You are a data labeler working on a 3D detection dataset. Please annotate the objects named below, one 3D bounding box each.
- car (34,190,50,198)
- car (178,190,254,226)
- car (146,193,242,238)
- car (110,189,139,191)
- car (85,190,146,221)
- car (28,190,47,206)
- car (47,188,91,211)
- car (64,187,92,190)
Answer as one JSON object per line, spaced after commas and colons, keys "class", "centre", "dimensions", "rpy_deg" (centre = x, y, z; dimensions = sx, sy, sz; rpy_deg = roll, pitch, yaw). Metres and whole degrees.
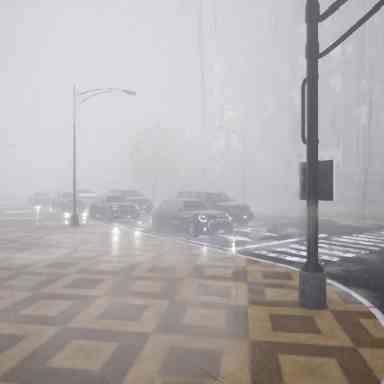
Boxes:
{"class": "car", "centre": [-28.753, 0.281, 63.747], "dimensions": [1.812, 1.442, 4.674], "rpy_deg": [0, 1, -38]}
{"class": "car", "centre": [1.118, 0.950, 20.194], "dimensions": [2.150, 2.045, 5.566], "rpy_deg": [0, 1, -40]}
{"class": "car", "centre": [-0.072, 1.124, 16.499], "dimensions": [2.097, 1.767, 4.553], "rpy_deg": [0, 1, -38]}
{"class": "car", "centre": [-5.507, 0.754, 28.616], "dimensions": [2.150, 2.045, 5.566], "rpy_deg": [0, 1, -38]}
{"class": "car", "centre": [-5.488, 0.965, 23.342], "dimensions": [2.097, 1.767, 4.553], "rpy_deg": [0, 1, -38]}
{"class": "car", "centre": [-17.838, 0.771, 39.079], "dimensions": [1.812, 1.442, 4.674], "rpy_deg": [0, 1, -38]}
{"class": "car", "centre": [-11.522, 0.786, 31.004], "dimensions": [2.097, 1.767, 4.553], "rpy_deg": [0, 1, -38]}
{"class": "car", "centre": [-12.127, 0.558, 37.051], "dimensions": [2.150, 2.045, 5.566], "rpy_deg": [0, 1, -37]}
